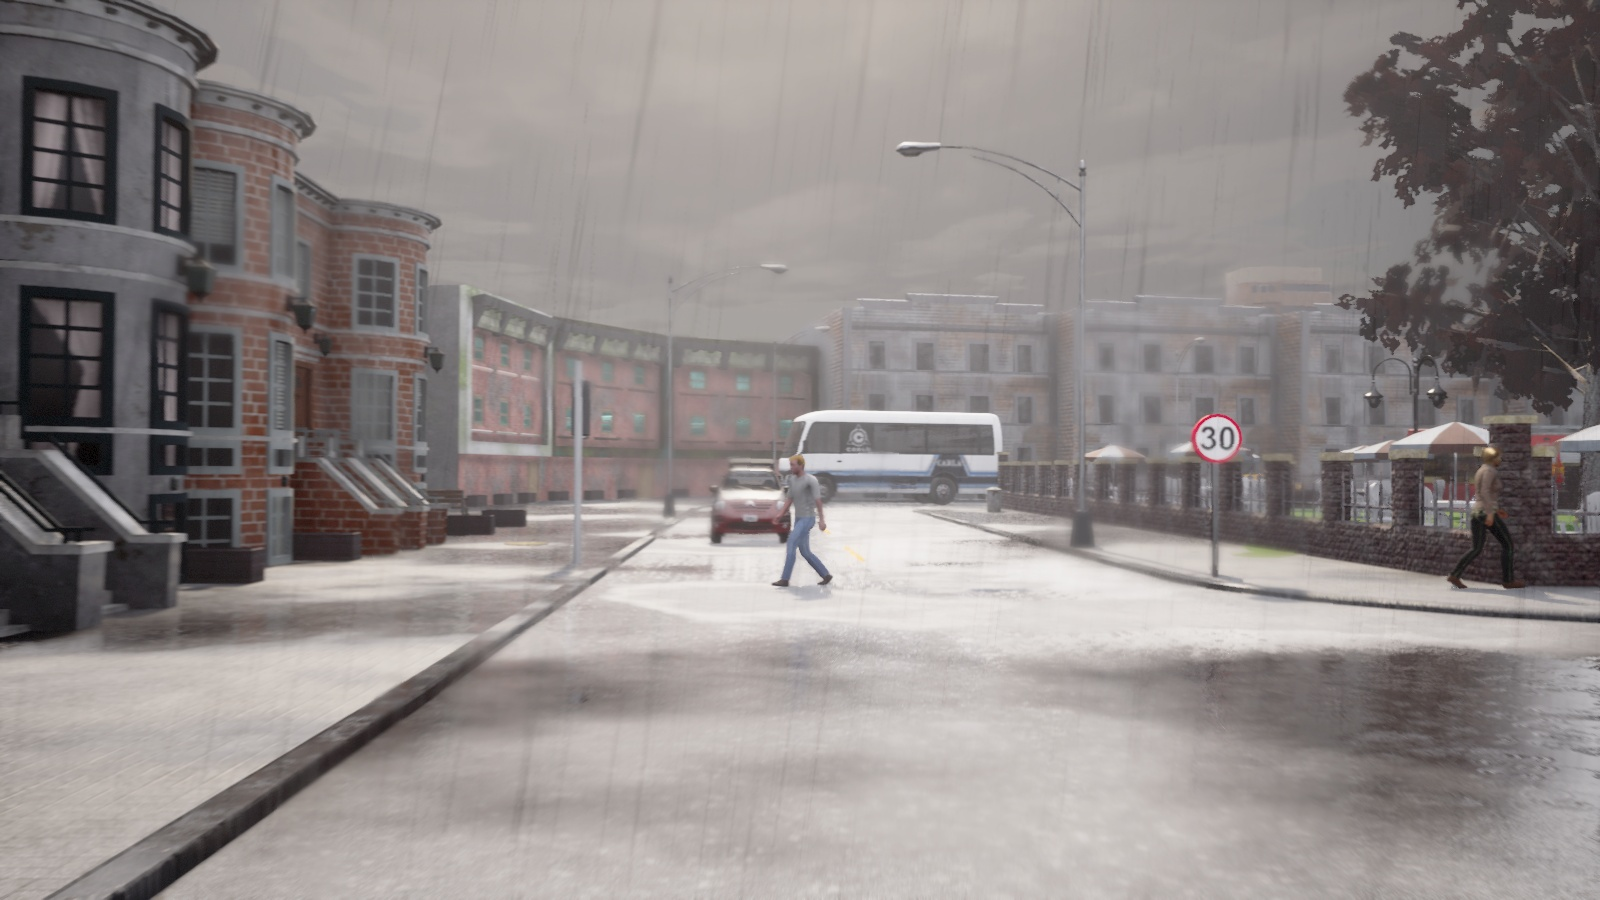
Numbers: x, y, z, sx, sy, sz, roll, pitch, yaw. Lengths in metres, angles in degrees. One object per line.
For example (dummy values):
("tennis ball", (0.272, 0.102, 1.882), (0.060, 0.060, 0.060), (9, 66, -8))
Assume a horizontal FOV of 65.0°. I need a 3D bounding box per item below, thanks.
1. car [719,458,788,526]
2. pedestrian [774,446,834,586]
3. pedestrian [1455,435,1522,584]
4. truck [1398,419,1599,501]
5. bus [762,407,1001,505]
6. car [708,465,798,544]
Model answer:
("car", (-1.355, 1.188, 36.703), (1.905, 1.878, 3.866), (0, -1, -2))
("pedestrian", (0.054, 0.867, 16.737), (0.706, 1.836, 0.354), (0, -1, -29))
("pedestrian", (8.607, 0.738, 15.698), (0.634, 1.846, 0.331), (0, -1, 4))
("truck", (33.585, 0.474, 60.217), (8.468, 3.827, 2.891), (0, -1, -2))
("bus", (3.662, 0.317, 57.580), (10.273, 4.253, 3.944), (0, -1, -12))
("car", (-1.035, 1.151, 27.902), (1.851, 1.617, 3.988), (0, -1, -2))
